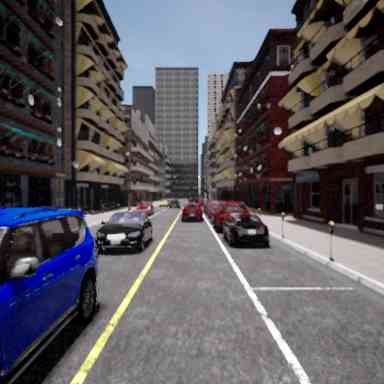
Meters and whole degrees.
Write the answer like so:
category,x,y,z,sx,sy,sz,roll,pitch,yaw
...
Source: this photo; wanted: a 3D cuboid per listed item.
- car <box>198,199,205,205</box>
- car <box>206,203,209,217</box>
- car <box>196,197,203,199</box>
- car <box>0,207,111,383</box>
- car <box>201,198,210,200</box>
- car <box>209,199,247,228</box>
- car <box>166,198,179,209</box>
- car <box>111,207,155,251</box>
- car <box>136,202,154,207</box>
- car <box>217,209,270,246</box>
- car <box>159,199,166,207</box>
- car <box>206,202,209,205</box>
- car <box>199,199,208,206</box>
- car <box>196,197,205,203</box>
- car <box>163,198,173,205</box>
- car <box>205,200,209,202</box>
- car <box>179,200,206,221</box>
category,x,y,z,sx,sy,sz,roll,pitch,yaw
car,2.351,2.399,82.651,1.802,1.307,4.206,-1,-1,0
car,2.490,1.823,27.163,2.008,1.369,4.403,-1,-1,0
car,2.403,1.915,60.458,2.192,1.841,5.009,-1,-1,0
car,-2.861,1.269,4.319,2.150,2.045,5.566,0,-1,0
car,2.434,2.042,49.358,2.008,1.369,4.403,-1,-1,0
car,2.501,1.532,21.617,2.192,1.841,5.009,-1,-1,0
car,-2.942,2.070,56.780,1.837,1.490,4.892,0,0,0
car,-2.874,1.645,14.991,2.128,1.511,4.902,0,-1,0
car,-5.420,1.825,38.221,1.967,1.590,4.097,-1,-1,0
car,2.518,1.727,16.066,1.947,1.339,4.313,-1,-1,0
car,-5.488,2.181,65.794,1.752,1.417,4.829,-1,-1,0
car,2.476,1.909,32.712,1.802,1.307,4.206,-1,-1,0
car,2.377,2.236,71.724,1.752,1.417,4.829,-1,-1,0
car,2.319,2.240,93.750,2.192,1.841,5.009,-1,-1,0
car,-5.517,2.206,77.063,1.967,1.590,4.097,-1,-1,0
car,2.462,1.964,38.261,1.802,1.307,4.206,-1,-1,0
car,0.026,1.785,30.566,1.882,1.535,5.008,0,0,0
